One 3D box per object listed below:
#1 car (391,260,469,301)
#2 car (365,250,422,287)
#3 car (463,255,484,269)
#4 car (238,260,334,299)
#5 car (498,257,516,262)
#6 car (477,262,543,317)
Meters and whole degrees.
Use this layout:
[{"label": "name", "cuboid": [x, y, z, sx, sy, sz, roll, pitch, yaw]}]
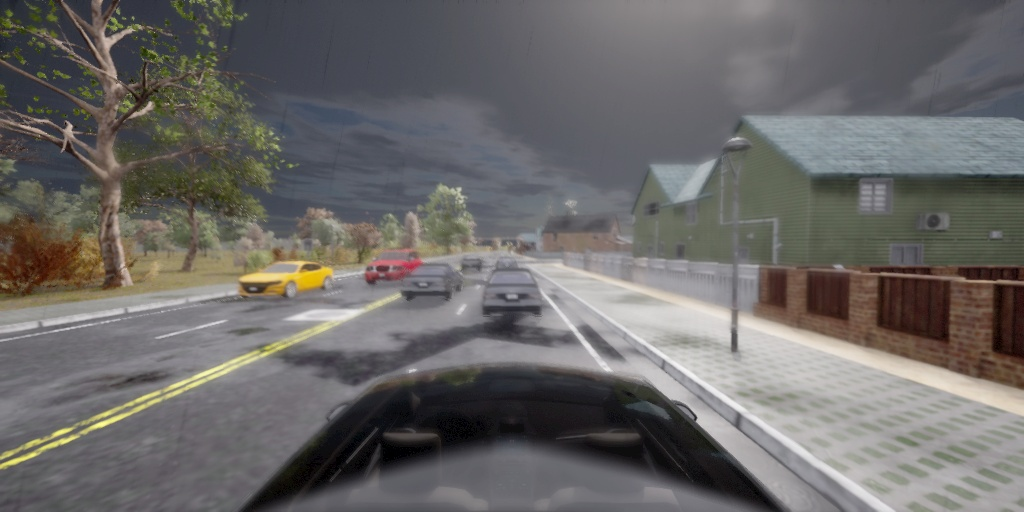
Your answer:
[{"label": "car", "cuboid": [-3.296, 1.059, 15.661, 2.033, 1.411, 5.357, 0, 1, -1]}, {"label": "car", "cuboid": [-6.862, 0.636, 21.553, 2.150, 2.045, 5.566, 0, 1, -1]}, {"label": "car", "cuboid": [-3.846, 0.664, 35.226, 2.128, 1.511, 4.902, 0, 1, -2]}, {"label": "car", "cuboid": [-10.006, 0.982, 16.321, 1.882, 1.535, 5.008, 0, 1, -1]}, {"label": "car", "cuboid": [-0.426, 0.796, 30.719, 2.033, 1.411, 5.357, 0, 1, -2]}, {"label": "car", "cuboid": [-0.004, 1.116, 12.261, 2.033, 1.411, 5.357, 0, 1, -1]}]
